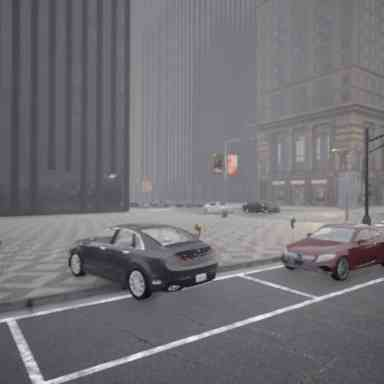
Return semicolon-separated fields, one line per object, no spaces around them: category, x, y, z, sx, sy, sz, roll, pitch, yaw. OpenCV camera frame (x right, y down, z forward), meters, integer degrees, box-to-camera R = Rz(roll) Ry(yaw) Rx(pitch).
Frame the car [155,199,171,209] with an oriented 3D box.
car;-5.454;2.175;57.717;1.994;1.385;4.181;0;-1;-35

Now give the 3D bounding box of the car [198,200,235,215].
car;3.143;1.902;39.836;1.812;1.442;4.674;0;-1;-35

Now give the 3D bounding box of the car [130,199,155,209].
car;-8.960;2.103;57.063;2.128;1.511;4.902;0;-1;-35

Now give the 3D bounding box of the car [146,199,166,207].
car;-7.135;2.208;65.729;1.837;1.490;4.892;0;-1;-35

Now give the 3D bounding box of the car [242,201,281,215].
car;8.015;1.828;38.585;1.882;1.535;5.008;0;-1;-35

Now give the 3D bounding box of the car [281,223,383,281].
car;4.478;1.596;9.842;4.206;1.307;1.802;0;0;-36

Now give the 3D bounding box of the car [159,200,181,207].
car;-4.485;2.279;67.609;2.033;1.411;5.357;0;-1;-35

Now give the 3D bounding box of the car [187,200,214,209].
car;1.516;2.166;59.182;2.033;1.411;5.357;0;-1;-35

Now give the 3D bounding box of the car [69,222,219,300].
car;-1.353;1.394;7.815;2.008;1.369;4.403;0;0;-45

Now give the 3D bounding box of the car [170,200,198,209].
car;-1.249;2.203;57.513;1.895;1.301;4.718;0;-1;-35
